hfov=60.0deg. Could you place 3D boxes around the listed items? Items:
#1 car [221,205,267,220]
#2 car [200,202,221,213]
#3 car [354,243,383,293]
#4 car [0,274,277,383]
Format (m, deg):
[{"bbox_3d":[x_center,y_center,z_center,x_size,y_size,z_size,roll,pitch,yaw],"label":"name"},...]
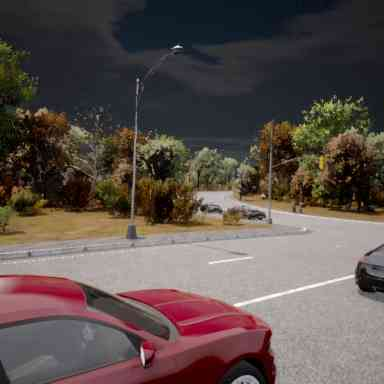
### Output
[{"bbox_3d":[5.749,2.175,36.024,2.033,1.411,5.357,3,-1,-26],"label":"car"},{"bbox_3d":[2.508,2.079,44.727,1.994,1.385,4.181,3,0,-19],"label":"car"},{"bbox_3d":[5.734,1.664,7.893,4.181,1.385,1.994,1,-1,-35],"label":"car"},{"bbox_3d":[-1.413,1.479,2.737,5.008,1.535,1.882,0,0,-36],"label":"car"}]
